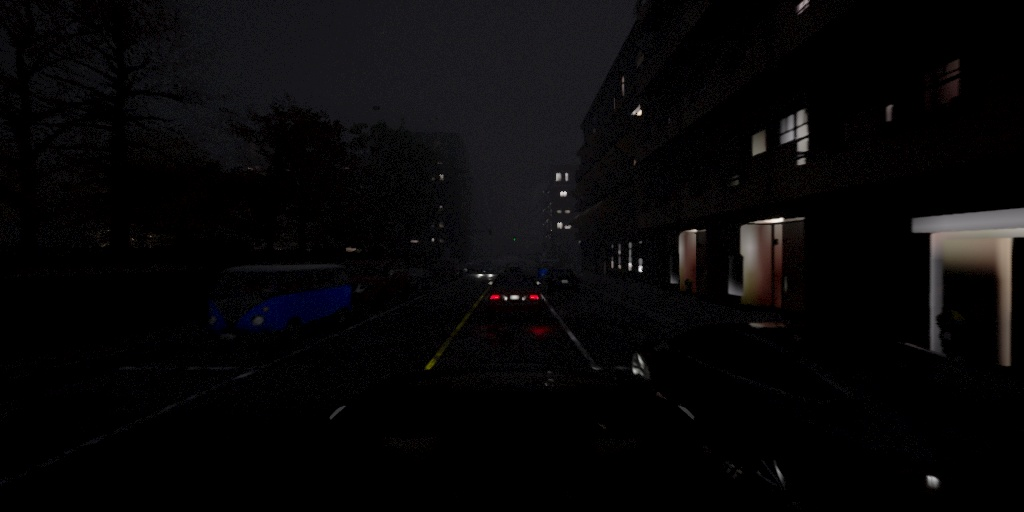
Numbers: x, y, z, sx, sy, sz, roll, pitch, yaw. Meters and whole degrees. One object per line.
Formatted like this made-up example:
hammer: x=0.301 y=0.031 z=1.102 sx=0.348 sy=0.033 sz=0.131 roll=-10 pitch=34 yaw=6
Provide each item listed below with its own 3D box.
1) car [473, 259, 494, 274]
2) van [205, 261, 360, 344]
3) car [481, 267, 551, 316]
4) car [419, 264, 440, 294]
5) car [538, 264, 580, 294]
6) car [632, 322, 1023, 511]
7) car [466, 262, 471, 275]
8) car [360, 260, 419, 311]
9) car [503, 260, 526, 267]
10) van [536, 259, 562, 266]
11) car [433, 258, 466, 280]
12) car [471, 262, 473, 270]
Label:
car: x=-3.074 y=1.361 z=42.658 sx=2.033 sy=1.411 sz=5.357 roll=0 pitch=0 yaw=0
van: x=-5.687 y=1.102 z=9.266 sx=1.690 sy=1.789 sz=3.998 roll=0 pitch=0 yaw=0
car: x=0.089 y=1.315 z=13.452 sx=2.033 sy=1.411 sz=5.357 roll=0 pitch=0 yaw=0
car: x=-5.684 y=1.328 z=20.337 sx=2.007 sy=1.370 sz=4.403 roll=0 pitch=0 yaw=0
car: x=2.696 y=1.343 z=20.336 sx=1.948 sy=1.339 sz=4.313 roll=0 pitch=0 yaw=0
car: x=2.692 y=1.319 z=3.730 sx=1.948 sy=1.339 sz=4.313 roll=0 pitch=0 yaw=0
car: x=-5.680 y=1.369 z=36.943 sx=1.948 sy=1.339 sz=4.313 roll=0 pitch=0 yaw=0
car: x=-5.686 y=1.083 z=14.802 sx=2.192 sy=1.841 sz=5.009 roll=0 pitch=0 yaw=0
car: x=0.103 y=1.324 z=33.731 sx=1.812 sy=1.442 sz=4.674 roll=0 pitch=0 yaw=0
van: x=2.698 y=1.126 z=25.871 sx=1.690 sy=1.789 sz=3.998 roll=0 pitch=0 yaw=0
car: x=-5.682 y=1.109 z=31.408 sx=2.192 sy=1.841 sz=5.009 roll=0 pitch=0 yaw=0
car: x=-5.677 y=1.404 z=48.013 sx=1.802 sy=1.307 sz=4.207 roll=0 pitch=0 yaw=0
